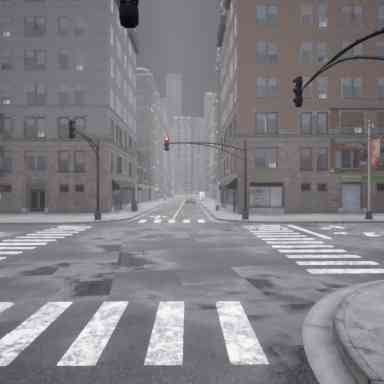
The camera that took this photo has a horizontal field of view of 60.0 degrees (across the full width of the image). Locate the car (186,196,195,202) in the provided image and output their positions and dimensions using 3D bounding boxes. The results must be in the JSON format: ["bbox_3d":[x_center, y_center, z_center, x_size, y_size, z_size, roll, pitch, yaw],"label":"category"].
[{"bbox_3d":[-0.375,1.484,73.703,1.895,1.301,4.718,0,0,0],"label":"car"}]

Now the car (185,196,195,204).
[{"bbox_3d":[-0.306,1.650,63.698,1.895,1.301,4.718,0,0,0],"label":"car"}]
